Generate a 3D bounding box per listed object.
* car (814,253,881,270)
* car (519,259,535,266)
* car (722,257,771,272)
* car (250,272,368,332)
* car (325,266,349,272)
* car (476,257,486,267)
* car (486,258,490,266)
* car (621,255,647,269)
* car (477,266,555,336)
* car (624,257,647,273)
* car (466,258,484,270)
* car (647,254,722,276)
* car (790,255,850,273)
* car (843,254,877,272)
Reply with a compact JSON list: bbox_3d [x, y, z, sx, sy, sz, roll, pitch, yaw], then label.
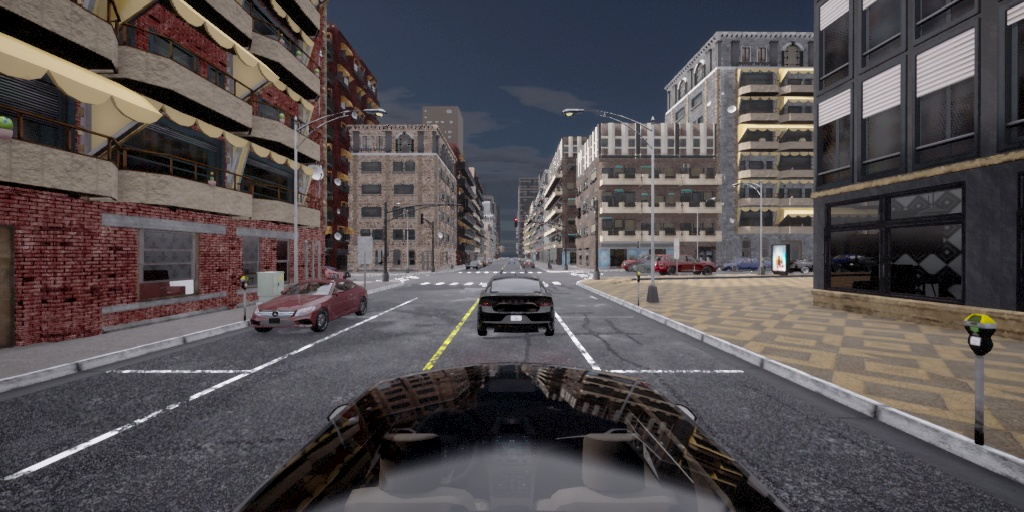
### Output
[{"bbox_3d":[34.264,0.562,36.706,5.008,1.535,1.882,-1,0,0],"label":"car"},{"bbox_3d":[2.670,1.207,58.474,1.967,1.591,4.097,0,0,0],"label":"car"},{"bbox_3d":[23.828,0.829,36.622,5.357,1.411,2.033,-1,0,-1],"label":"car"},{"bbox_3d":[-5.744,1.332,10.763,1.802,1.307,4.207,0,0,0],"label":"car"},{"bbox_3d":[-17.187,1.610,33.046,4.181,1.385,1.994,-1,0,-1],"label":"car"},{"bbox_3d":[-5.710,1.293,58.299,1.751,1.417,4.829,0,0,0],"label":"car"},{"bbox_3d":[-5.712,1.086,64.151,2.192,1.841,5.009,0,0,0],"label":"car"},{"bbox_3d":[14.562,0.764,39.129,5.009,1.841,2.192,0,0,-1],"label":"car"},{"bbox_3d":[0.096,1.227,10.424,1.882,1.535,5.008,0,0,0],"label":"car"},{"bbox_3d":[14.043,1.028,36.533,4.181,1.385,1.994,-1,0,-1],"label":"car"},{"bbox_3d":[-5.708,1.330,52.786,1.948,1.339,4.313,0,0,0],"label":"car"},{"bbox_3d":[14.700,0.778,30.750,5.009,1.841,2.192,0,0,-1],"label":"car"},{"bbox_3d":[25.793,0.822,30.850,4.313,1.339,1.948,0,0,-1],"label":"car"},{"bbox_3d":[31.340,0.717,30.901,4.313,1.339,1.948,0,0,-1],"label":"car"}]
